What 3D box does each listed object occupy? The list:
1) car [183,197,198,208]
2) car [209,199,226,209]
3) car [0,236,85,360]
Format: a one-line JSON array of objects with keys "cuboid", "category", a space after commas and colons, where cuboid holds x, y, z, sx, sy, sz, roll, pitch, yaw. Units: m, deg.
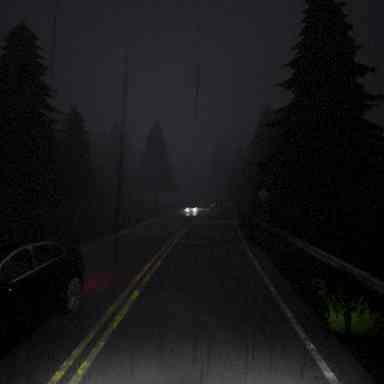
[{"cuboid": [-0.312, 1.494, 49.731, 2.128, 1.511, 4.902, 1, 0, -7], "category": "car"}, {"cuboid": [3.445, 1.599, 45.217, 2.033, 1.411, 5.357, 1, 0, -2], "category": "car"}, {"cuboid": [-3.121, 1.479, 4.781, 2.128, 1.511, 4.902, 0, 0, 2], "category": "car"}]
